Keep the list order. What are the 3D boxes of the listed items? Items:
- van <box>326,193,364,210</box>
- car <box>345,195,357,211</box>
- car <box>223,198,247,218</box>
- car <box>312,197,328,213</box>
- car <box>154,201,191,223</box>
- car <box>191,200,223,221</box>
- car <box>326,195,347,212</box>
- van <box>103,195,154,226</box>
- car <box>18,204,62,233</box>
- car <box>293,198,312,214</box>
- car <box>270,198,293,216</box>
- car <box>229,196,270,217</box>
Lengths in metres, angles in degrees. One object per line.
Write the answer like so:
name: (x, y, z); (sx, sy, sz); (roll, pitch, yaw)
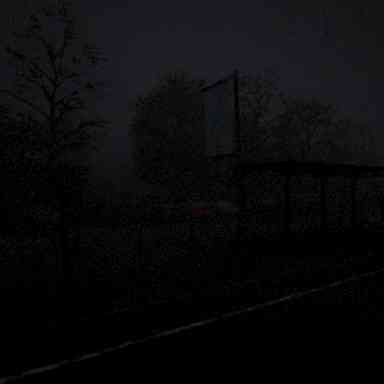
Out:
van: (17.948, 1.126, 39.416); (1.878, 1.987, 4.442); (0, 0, -36)
car: (15.608, 1.390, 37.922); (2.163, 1.488, 4.792); (0, 0, -36)
car: (2.086, 1.457, 28.204); (2.002, 1.452, 4.674); (0, 0, -36)
car: (11.094, 1.408, 34.690); (2.163, 1.488, 4.792); (0, 0, -36)
car: (-2.429, 1.478, 24.971); (2.002, 1.452, 4.674); (0, 0, -36)
car: (-0.170, 1.427, 26.586); (2.097, 1.535, 5.008); (0, 0, -36)
car: (13.475, 1.366, 36.130); (1.946, 1.575, 5.366); (0, 0, -36)
van: (-4.756, 1.223, 23.453); (1.878, 1.987, 4.442); (0, 0, -36)
car: (-9.184, 1.500, 20.105); (2.163, 1.488, 4.792); (0, 0, -36)
car: (8.858, 1.389, 33.047); (2.231, 1.521, 4.892); (0, 0, -36)
car: (6.595, 1.397, 31.441); (2.097, 1.535, 5.008); (0, 0, -36)
car: (4.322, 1.281, 29.846); (2.185, 1.767, 4.553); (0, 0, -36)
